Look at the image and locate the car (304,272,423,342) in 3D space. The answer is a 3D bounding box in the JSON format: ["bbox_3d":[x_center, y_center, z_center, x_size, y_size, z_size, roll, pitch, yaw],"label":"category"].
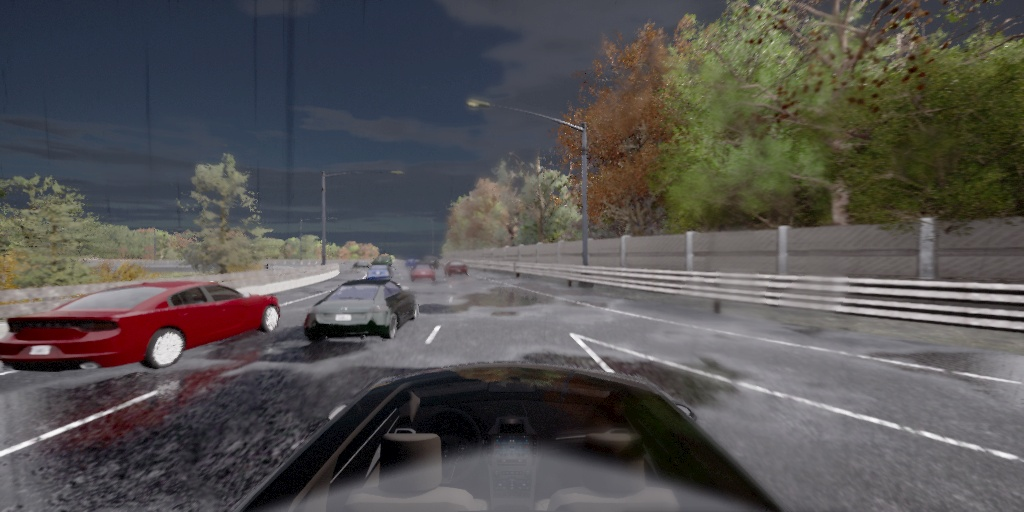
[{"bbox_3d":[-3.906,1.335,9.953,1.994,1.385,4.181,0,0,-5],"label":"car"}]

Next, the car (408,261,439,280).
[{"bbox_3d":[-7.775,1.349,31.105,1.994,1.385,4.181,0,0,-16],"label":"car"}]

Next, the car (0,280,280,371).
[{"bbox_3d":[-7.248,1.272,7.888,1.882,1.535,5.008,0,0,-3],"label":"car"}]

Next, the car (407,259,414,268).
[{"bbox_3d":[-15.425,1.298,58.846,1.882,1.535,5.008,0,0,-25],"label":"car"}]

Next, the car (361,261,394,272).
[{"bbox_3d":[-10.905,1.354,29.728,2.033,1.411,5.357,0,0,-16],"label":"car"}]

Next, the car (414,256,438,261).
[{"bbox_3d":[-12.222,1.023,52.191,2.150,2.045,5.566,0,0,-26],"label":"car"}]

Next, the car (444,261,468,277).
[{"bbox_3d":[-5.663,1.246,35.909,1.882,1.535,5.008,0,0,-17],"label":"car"}]
